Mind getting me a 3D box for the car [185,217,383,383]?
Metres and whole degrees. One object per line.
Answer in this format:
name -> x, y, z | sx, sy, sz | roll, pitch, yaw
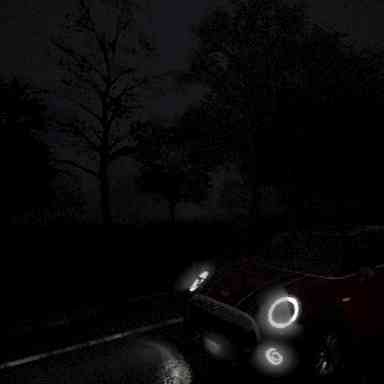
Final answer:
car -> 2.102, 1.354, 5.477 | 4.553, 1.767, 2.097 | 0, 0, -35
